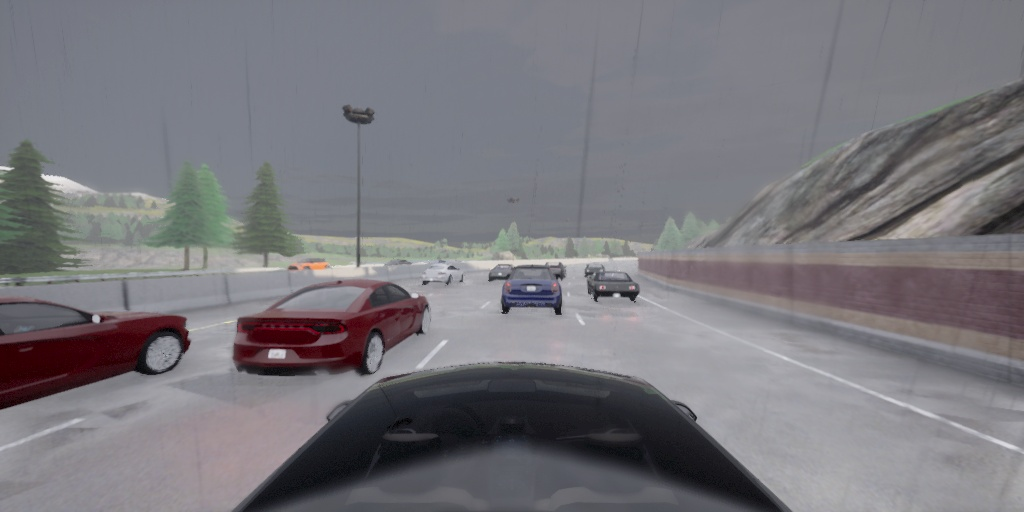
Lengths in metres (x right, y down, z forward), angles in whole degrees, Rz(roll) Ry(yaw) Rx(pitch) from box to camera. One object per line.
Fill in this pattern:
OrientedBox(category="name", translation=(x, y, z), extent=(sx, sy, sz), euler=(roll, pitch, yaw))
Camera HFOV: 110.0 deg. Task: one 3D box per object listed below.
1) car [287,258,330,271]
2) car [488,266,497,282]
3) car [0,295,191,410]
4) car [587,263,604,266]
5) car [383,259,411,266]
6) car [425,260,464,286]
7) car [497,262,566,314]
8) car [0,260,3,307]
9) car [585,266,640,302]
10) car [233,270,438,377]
OrientedBox(category="car", translation=(-23.022, 1.024, 40.649), extent=(2.097, 1.767, 4.553), euler=(0, 0, 15))
OrientedBox(category="car", translation=(-0.502, 1.309, 28.533), extent=(1.994, 1.385, 4.181), euler=(0, 0, 11))
OrientedBox(category="car", translation=(-6.766, 1.206, 4.398), extent=(1.882, 1.535, 5.008), euler=(0, 0, 1))
OrientedBox(category="car", translation=(8.065, 1.371, 34.585), extent=(1.895, 1.301, 4.718), euler=(0, 0, 15))
OrientedBox(category="car", translation=(-16.362, 1.195, 51.070), extent=(1.837, 1.490, 4.892), euler=(0, 0, 18))
OrientedBox(category="car", translation=(-4.746, 1.258, 24.988), extent=(1.812, 1.442, 4.674), euler=(0, 0, 9))
OrientedBox(category="car", translation=(0.837, 1.103, 14.045), extent=(2.097, 1.767, 4.553), euler=(0, 0, 5))
OrientedBox(category="car", translation=(-20.630, 1.037, 11.471), extent=(2.097, 1.767, 4.553), euler=(0, 0, 5))
OrientedBox(category="car", translation=(4.675, 1.363, 17.259), extent=(1.895, 1.301, 4.718), euler=(0, 0, 7))
OrientedBox(category="car", translation=(-3.164, 1.217, 7.476), extent=(1.882, 1.535, 5.008), euler=(0, 0, 3))
